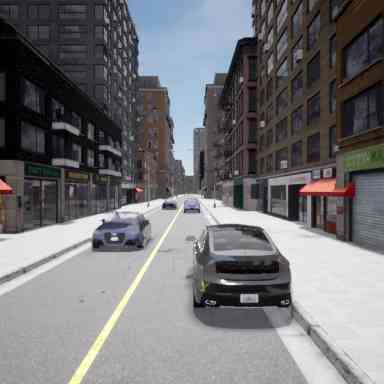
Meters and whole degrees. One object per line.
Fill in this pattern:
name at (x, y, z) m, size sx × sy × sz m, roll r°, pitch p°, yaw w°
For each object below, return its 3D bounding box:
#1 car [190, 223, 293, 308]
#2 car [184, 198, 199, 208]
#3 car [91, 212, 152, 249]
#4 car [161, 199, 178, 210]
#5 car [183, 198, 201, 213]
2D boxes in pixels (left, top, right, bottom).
car at (0.941, 1.503, 7.894) m, size 1.837 × 1.490 × 4.892 m, roll 0°, pitch 0°, yaw 0°
car at (-0.085, 1.521, 47.478) m, size 1.994 × 1.385 × 4.181 m, roll 0°, pitch 0°, yaw 0°
car at (-2.879, 1.556, 14.348) m, size 1.994 × 1.385 × 4.181 m, roll 0°, pitch 0°, yaw 0°
car at (-2.832, 1.564, 42.548) m, size 1.895 × 1.301 × 4.718 m, roll 0°, pitch 0°, yaw 0°
car at (0.009, 1.518, 37.051) m, size 2.033 × 1.411 × 5.357 m, roll 0°, pitch 0°, yaw 0°
